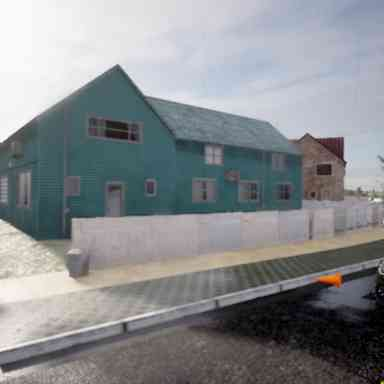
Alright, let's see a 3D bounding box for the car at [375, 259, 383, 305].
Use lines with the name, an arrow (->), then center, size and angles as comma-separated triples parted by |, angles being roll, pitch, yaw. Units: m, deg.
car -> 5.776, 1.463, 7.013 | 4.553, 1.767, 2.097 | 1, -1, -38
